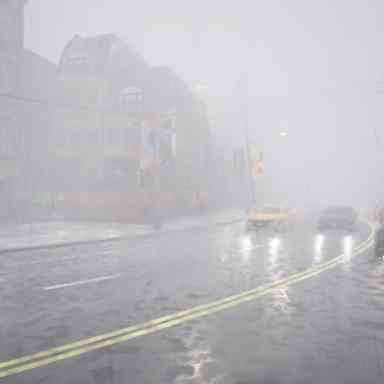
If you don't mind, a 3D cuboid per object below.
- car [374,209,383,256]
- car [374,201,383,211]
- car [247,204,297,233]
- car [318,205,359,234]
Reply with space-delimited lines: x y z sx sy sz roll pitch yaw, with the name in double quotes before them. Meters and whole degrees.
"car" 8.186 1.535 12.505 1.837 1.490 4.892 0 0 38
"car" 15.584 1.413 25.941 2.097 1.767 4.553 0 0 22
"car" 5.002 1.544 20.423 1.882 1.535 5.008 0 -1 32
"car" 8.826 1.562 19.973 1.837 1.490 4.892 0 -1 30
